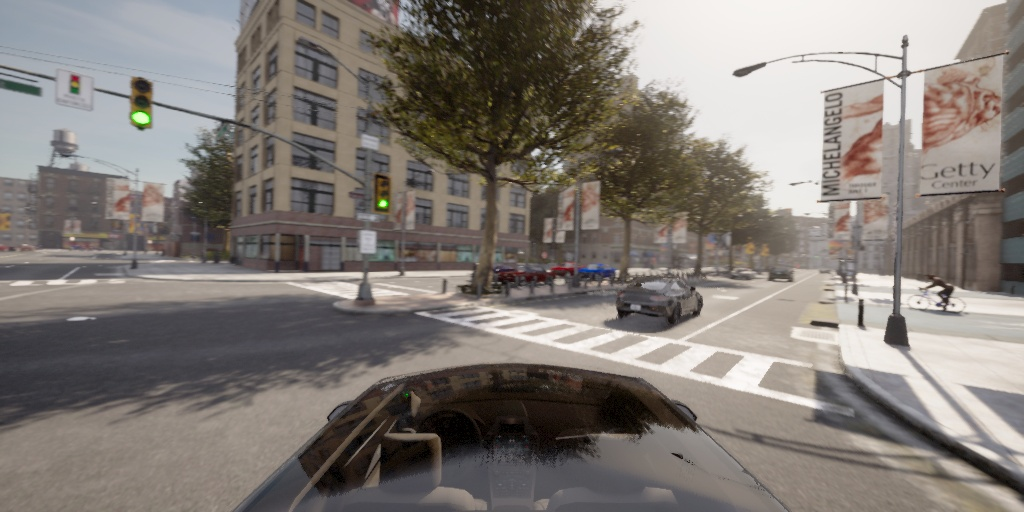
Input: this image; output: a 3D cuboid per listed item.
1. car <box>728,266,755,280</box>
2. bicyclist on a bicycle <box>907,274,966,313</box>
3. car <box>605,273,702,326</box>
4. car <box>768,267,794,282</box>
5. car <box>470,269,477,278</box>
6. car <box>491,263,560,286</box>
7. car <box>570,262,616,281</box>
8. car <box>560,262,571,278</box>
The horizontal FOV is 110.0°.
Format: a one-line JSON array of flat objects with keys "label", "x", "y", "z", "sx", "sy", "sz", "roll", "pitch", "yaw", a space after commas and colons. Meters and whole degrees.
[{"label": "car", "x": 28.014, "y": 2.167, "z": 43.339, "sx": 1.895, "sy": 1.301, "sz": 4.718, "roll": 2, "pitch": 0, "yaw": 42}, {"label": "bicyclist on a bicycle", "x": 18.191, "y": 1.592, "z": 15.382, "sx": 1.656, "sy": 1.620, "sz": 0.582, "roll": 1, "pitch": 0, "yaw": 42}, {"label": "car", "x": 5.219, "y": 1.425, "z": 12.560, "sx": 1.812, "sy": 1.442, "sz": 4.674, "roll": 2, "pitch": 0, "yaw": 40}, {"label": "car", "x": 31.754, "y": 2.032, "z": 42.257, "sx": 2.097, "sy": 1.767, "sz": 4.553, "roll": 2, "pitch": 0, "yaw": 42}, {"label": "car", "x": -1.228, "y": 1.253, "z": 28.120, "sx": 1.994, "sy": 1.385, "sz": 4.181, "roll": 2, "pitch": 0, "yaw": 42}, {"label": "car", "x": 1.052, "y": 1.362, "z": 25.438, "sx": 1.895, "sy": 1.301, "sz": 4.718, "roll": 2, "pitch": 0, "yaw": 42}, {"label": "car", "x": 7.737, "y": 1.435, "z": 32.868, "sx": 1.882, "sy": 1.535, "sz": 5.008, "roll": 2, "pitch": 0, "yaw": 42}, {"label": "car", "x": 5.713, "y": 1.371, "z": 35.847, "sx": 1.882, "sy": 1.535, "sz": 5.008, "roll": 2, "pitch": 0, "yaw": 42}]
